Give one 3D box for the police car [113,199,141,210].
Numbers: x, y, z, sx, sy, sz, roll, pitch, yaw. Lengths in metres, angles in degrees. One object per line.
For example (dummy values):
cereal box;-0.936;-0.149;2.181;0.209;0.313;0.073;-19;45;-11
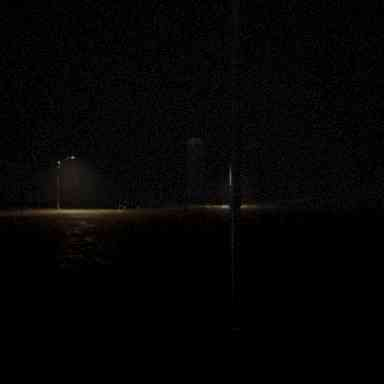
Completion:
police car;-10.703;2.050;55.051;1.930;1.638;5.238;1;-1;35
